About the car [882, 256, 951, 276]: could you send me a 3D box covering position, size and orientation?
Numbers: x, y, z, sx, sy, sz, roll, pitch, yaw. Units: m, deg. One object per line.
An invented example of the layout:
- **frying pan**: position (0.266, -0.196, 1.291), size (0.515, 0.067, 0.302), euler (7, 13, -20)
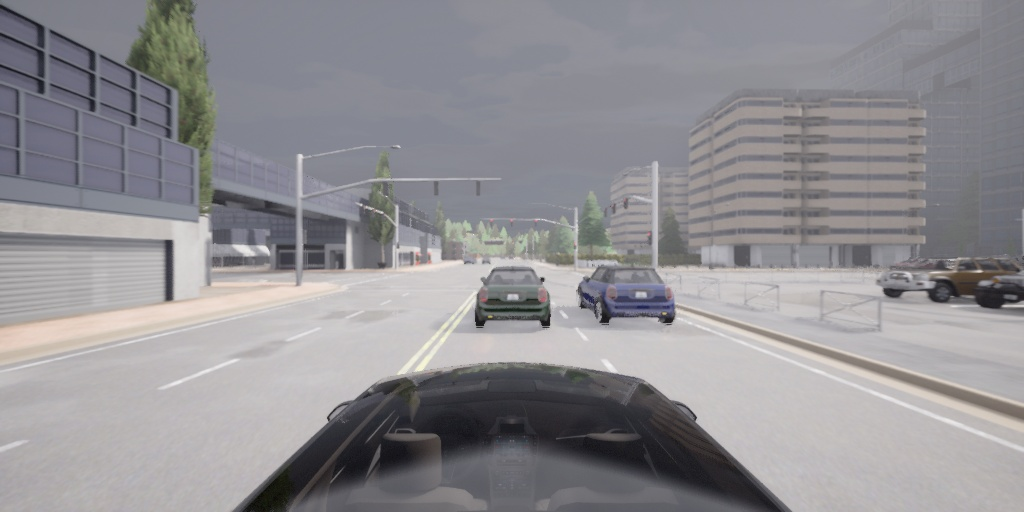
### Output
- **car**: position (44.952, 1.097, 39.901), size (5.008, 1.535, 1.882), euler (0, 0, -1)

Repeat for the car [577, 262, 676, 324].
- **car**: position (3.527, 1.068, 11.923), size (2.097, 1.767, 4.553), euler (0, 0, 0)

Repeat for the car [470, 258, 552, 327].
- **car**: position (0.028, 1.072, 11.542), size (2.097, 1.767, 4.553), euler (0, 1, 0)

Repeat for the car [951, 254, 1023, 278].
- **car**: position (49.001, 0.858, 36.484), size (5.566, 2.045, 2.150), euler (0, 0, -1)
